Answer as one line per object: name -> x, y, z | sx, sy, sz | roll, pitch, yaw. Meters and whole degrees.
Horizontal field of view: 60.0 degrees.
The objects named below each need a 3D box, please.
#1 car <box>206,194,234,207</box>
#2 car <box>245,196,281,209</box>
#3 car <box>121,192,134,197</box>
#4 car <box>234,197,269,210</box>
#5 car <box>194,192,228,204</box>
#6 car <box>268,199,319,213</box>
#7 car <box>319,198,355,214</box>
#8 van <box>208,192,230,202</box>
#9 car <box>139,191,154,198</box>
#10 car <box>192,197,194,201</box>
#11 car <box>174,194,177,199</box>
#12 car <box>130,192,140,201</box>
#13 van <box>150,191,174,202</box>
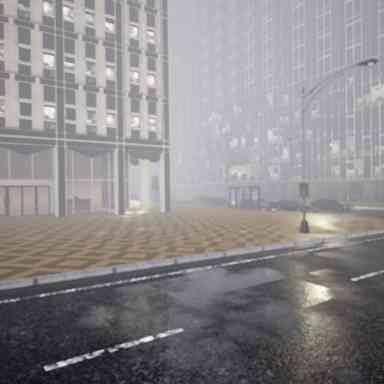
car -> 4.235, 1.325, 44.477 | 1.947, 1.339, 4.313 | 0, 1, -34
car -> 8.972, 1.322, 42.212 | 1.994, 1.385, 4.181 | -1, 1, -35
car -> -17.673, 0.697, 91.459 | 2.008, 1.369, 4.403 | 0, 1, -34
car -> 7.394, 1.393, 39.753 | 1.802, 1.307, 4.206 | 0, 1, -34
car -> 3.109, 1.211, 50.806 | 2.033, 1.411, 5.357 | -1, 1, -34
car -> 10.588, 1.429, 35.049 | 1.947, 1.339, 4.313 | 0, 1, -34
car -> 14.345, 1.370, 34.358 | 1.812, 1.442, 4.674 | -1, 1, -34
van -> 4.781, 0.862, 58.615 | 1.690, 1.788, 3.998 | 0, 1, -34
car -> -11.258, 0.694, 82.075 | 1.967, 1.590, 4.097 | 0, 1, -34
car -> 1.574, 1.051, 63.309 | 1.802, 1.307, 4.206 | 0, 1, -34
car -> -4.842, 0.943, 72.694 | 1.802, 1.307, 4.206 | 0, 1, -34
car -> -11.760, 1.046, 67.965 | 2.008, 1.369, 4.403 | 0, 1, -34
van -> -5.344, 0.943, 58.579 | 1.690, 1.788, 3.998 | 0, 1, -34
